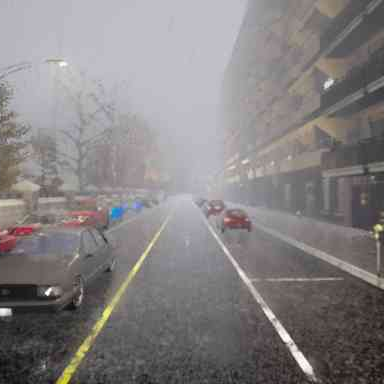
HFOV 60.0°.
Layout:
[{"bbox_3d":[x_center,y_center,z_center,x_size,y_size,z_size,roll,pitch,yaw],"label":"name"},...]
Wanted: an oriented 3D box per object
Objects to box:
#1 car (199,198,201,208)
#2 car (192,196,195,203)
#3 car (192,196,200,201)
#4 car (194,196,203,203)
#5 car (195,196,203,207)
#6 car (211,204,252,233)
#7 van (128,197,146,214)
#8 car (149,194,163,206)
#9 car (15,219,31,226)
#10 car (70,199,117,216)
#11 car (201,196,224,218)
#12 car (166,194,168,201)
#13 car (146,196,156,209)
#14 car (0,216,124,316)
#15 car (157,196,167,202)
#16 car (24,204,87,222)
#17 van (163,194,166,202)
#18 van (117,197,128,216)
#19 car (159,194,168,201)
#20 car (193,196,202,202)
[{"bbox_3d":[2.013,1.577,36.032,1.802,1.307,4.206,0,0,-1],"label":"car"},{"bbox_3d":[1.566,1.457,58.548,1.967,1.590,4.097,-1,0,-1],"label":"car"},{"bbox_3d":[1.010,1.631,86.696,1.947,1.339,4.313,-1,0,-1],"label":"car"},{"bbox_3d":[1.341,1.560,69.977,1.752,1.417,4.829,-1,0,-1],"label":"car"},{"bbox_3d":[1.790,1.570,47.291,1.947,1.339,4.313,0,0,-1],"label":"car"},{"bbox_3d":[2.347,1.565,19.143,1.802,1.307,4.206,0,0,-1],"label":"car"},{"bbox_3d":[-6.367,1.397,35.866,1.690,1.788,3.998,0,0,-1],"label":"van"},{"bbox_3d":[-6.812,1.393,58.383,2.192,1.841,5.009,0,0,-1],"label":"car"},{"bbox_3d":[-5.808,1.582,7.721,1.887,1.381,4.507,0,0,-1],"label":"car"},{"bbox_3d":[-6.033,1.359,18.978,2.192,1.841,5.009,0,0,-1],"label":"car"},{"bbox_3d":[2.123,1.431,30.403,1.967,1.590,4.097,0,0,-1],"label":"car"},{"bbox_3d":[-7.145,1.687,75.270,1.802,1.307,4.206,-1,0,-1],"label":"car"},{"bbox_3d":[-6.588,1.631,47.125,1.947,1.339,4.313,0,0,-1],"label":"car"},{"bbox_3d":[-3.121,1.565,8.069,2.033,1.411,5.357,0,0,-1],"label":"car"},{"bbox_3d":[-7.257,1.660,80.899,1.887,1.381,4.507,-1,0,-1],"label":"car"},{"bbox_3d":[-5.920,1.480,13.348,1.967,1.590,4.097,0,0,-1],"label":"car"},{"bbox_3d":[-7.035,1.436,69.640,1.690,1.788,3.998,-1,0,-1],"label":"van"},{"bbox_3d":[-6.144,1.389,24.607,1.690,1.788,3.998,0,0,-1],"label":"van"},{"bbox_3d":[-7.369,1.441,86.531,2.192,1.841,5.009,-1,0,-1],"label":"car"},{"bbox_3d":[1.233,1.626,75.436,1.802,1.307,4.206,-1,0,-1],"label":"car"}]
